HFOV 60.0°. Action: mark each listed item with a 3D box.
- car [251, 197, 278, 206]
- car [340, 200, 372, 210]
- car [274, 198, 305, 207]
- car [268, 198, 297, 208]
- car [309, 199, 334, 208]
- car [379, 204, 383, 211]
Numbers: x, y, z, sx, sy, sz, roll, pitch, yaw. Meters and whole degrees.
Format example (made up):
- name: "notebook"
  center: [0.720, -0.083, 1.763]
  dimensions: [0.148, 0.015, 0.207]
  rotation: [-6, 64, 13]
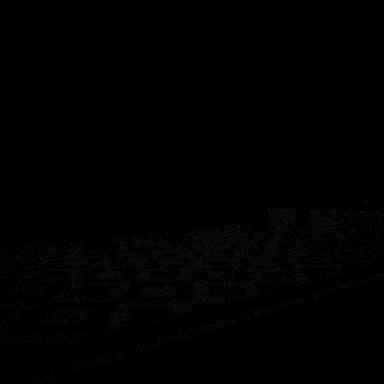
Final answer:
- name: "car"
  center: [12.885, 1.694, 59.080]
  dimensions: [2.008, 1.369, 4.403]
  rotation: [2, -1, -36]
- name: "car"
  center: [22.466, 1.715, 45.695]
  dimensions: [1.802, 1.307, 4.206]
  rotation: [2, -1, -36]
- name: "car"
  center: [15.980, 1.665, 54.757]
  dimensions: [1.752, 1.417, 4.829]
  rotation: [2, -1, -36]
- name: "car"
  center: [12.340, 1.463, 45.200]
  dimensions: [1.887, 1.381, 4.507]
  rotation: [2, -1, -36]
- name: "car"
  center: [19.272, 1.703, 50.157]
  dimensions: [1.947, 1.339, 4.313]
  rotation: [2, -1, -36]
- name: "car"
  center: [25.659, 1.696, 41.234]
  dimensions: [1.947, 1.339, 4.313]
  rotation: [2, -1, -36]
